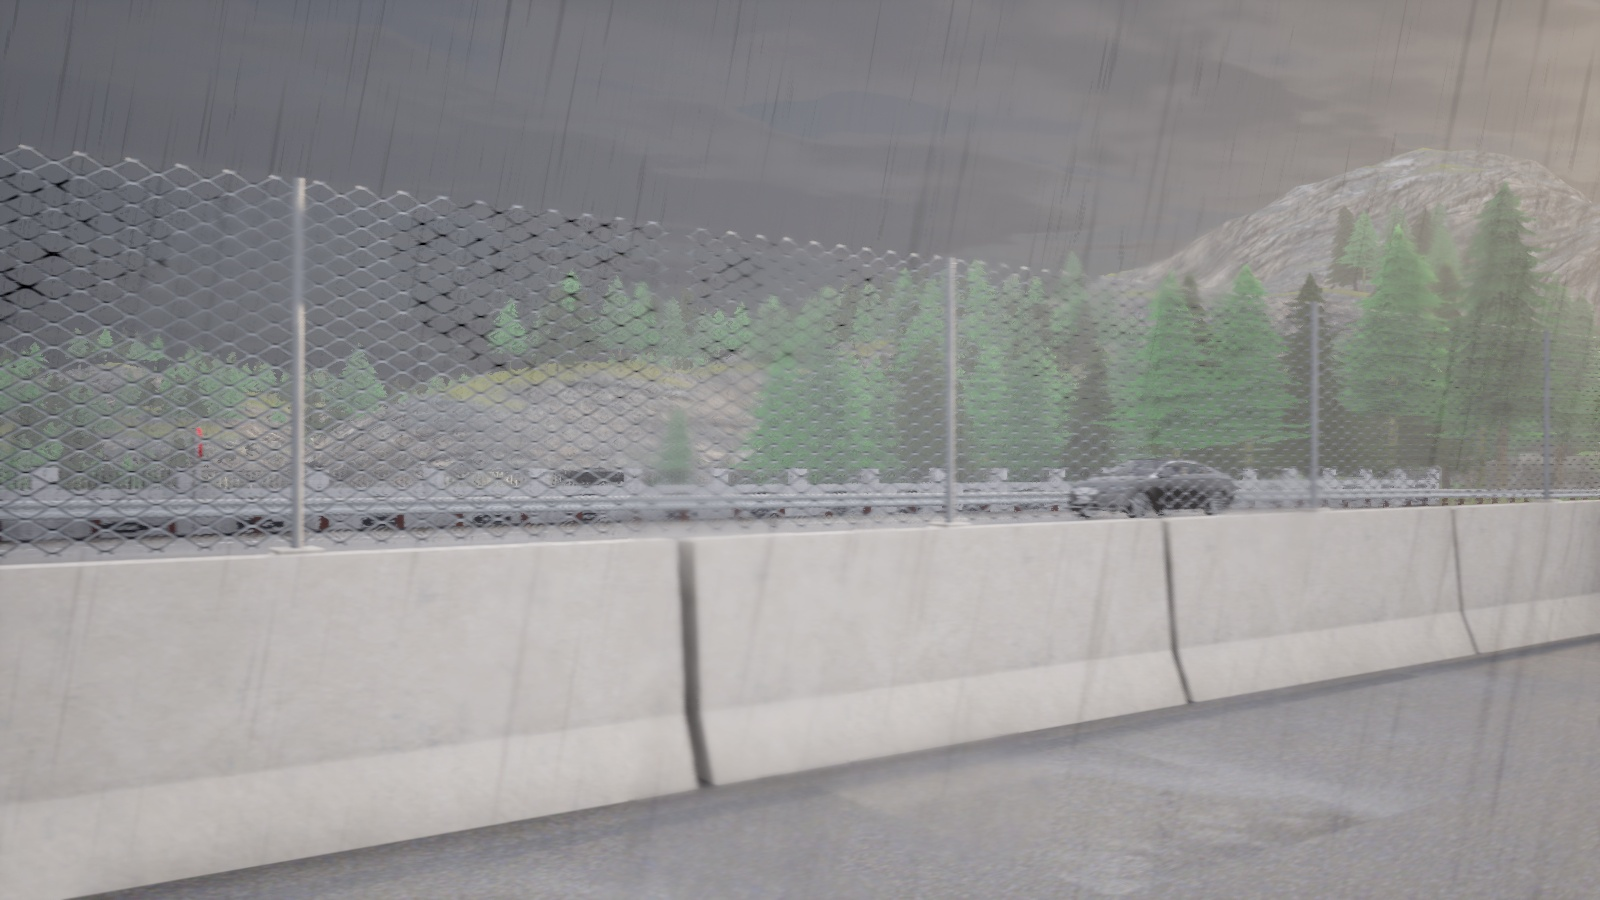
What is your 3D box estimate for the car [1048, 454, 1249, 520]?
[{"bbox_3d":[8.637,0.870,30.992,4.902,1.511,2.128,1,-1,-35],"label":"car"}]
